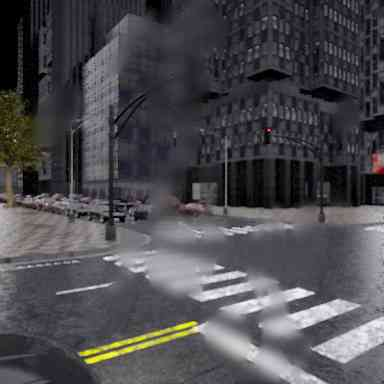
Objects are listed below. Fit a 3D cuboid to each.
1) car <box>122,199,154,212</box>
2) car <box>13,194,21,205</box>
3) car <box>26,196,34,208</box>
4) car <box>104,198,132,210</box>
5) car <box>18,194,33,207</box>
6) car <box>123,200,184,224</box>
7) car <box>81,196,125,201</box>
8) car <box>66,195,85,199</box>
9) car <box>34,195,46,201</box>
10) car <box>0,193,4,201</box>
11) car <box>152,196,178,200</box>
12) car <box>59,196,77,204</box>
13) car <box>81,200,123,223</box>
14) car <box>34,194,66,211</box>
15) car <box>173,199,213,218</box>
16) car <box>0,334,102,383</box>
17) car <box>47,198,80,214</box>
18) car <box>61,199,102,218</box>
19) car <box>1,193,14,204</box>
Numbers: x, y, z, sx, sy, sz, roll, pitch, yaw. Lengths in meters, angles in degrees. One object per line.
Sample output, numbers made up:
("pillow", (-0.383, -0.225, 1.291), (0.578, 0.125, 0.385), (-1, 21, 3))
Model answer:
("car", (-6.510, 1.558, 39.624), (1.947, 1.339, 4.313), (0, 0, -37))
("car", (-26.793, 1.486, 52.675), (1.947, 1.339, 4.313), (0, 0, -37))
("car", (-20.077, 1.527, 43.613), (1.802, 1.307, 4.206), (0, 0, -37))
("car", (-9.867, 1.542, 44.153), (1.947, 1.339, 4.313), (0, 0, -37))
("car", (-23.333, 1.458, 48.007), (1.752, 1.417, 4.829), (0, 0, -37))
("car", (-3.067, 1.575, 25.343), (2.033, 1.411, 5.357), (0, 0, -34))
("car", (-8.975, 1.484, 33.261), (2.128, 1.511, 4.902), (0, 0, -37))
("car", (-15.104, 1.467, 41.550), (1.837, 1.490, 4.892), (0, 0, -37))
("car", (-36.826, 1.413, 80.533), (1.752, 1.417, 4.829), (0, 0, -37))
("car", (-36.865, 1.205, 66.268), (2.192, 1.841, 5.009), (0, 0, -37))
("car", (-3.152, 1.325, 35.094), (2.192, 1.841, 5.009), (0, 0, -37))
("car", (-23.296, 1.492, 62.275), (1.947, 1.339, 4.313), (0, 0, -37))
("car", (-6.646, 1.580, 25.489), (1.947, 1.339, 4.313), (0, 0, -37))
("car", (-16.718, 1.400, 39.081), (1.967, 1.590, 4.097), (0, 0, -37))
("car", (0.205, 1.612, 30.563), (1.802, 1.307, 4.206), (0, 0, -37))
("car", (-2.789, 1.495, 1.437), (4.892, 1.490, 1.837), (0, 0, -37))
("car", (-13.362, 1.558, 34.551), (1.802, 1.307, 4.206), (0, 0, -37))
("car", (-10.004, 1.560, 30.020), (1.947, 1.339, 4.313), (0, 0, -37))
("car", (-33.508, 1.444, 61.736), (1.887, 1.381, 4.507), (0, 0, -37))
